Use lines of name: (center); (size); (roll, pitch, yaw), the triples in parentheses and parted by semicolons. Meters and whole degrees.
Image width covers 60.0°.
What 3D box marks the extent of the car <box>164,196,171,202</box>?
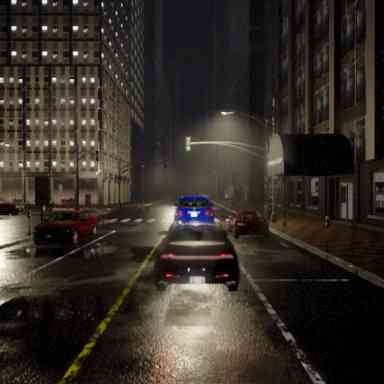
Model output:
car: (-5.611, 1.612, 77.735); (1.887, 1.381, 4.507); (0, 0, 0)

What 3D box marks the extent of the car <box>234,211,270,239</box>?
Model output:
car: (2.832, 1.599, 17.042); (1.802, 1.307, 4.206); (0, 0, 0)

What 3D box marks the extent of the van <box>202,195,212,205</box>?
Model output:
van: (2.749, 1.397, 60.636); (1.690, 1.788, 3.998); (0, 0, 0)

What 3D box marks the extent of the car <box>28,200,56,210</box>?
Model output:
car: (-18.480, 1.543, 39.410); (4.403, 1.369, 2.008); (0, 0, 1)

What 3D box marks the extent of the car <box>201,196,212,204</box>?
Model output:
car: (2.756, 1.611, 66.332); (2.008, 1.369, 4.403); (0, 0, 0)

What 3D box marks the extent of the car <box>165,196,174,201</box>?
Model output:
car: (-5.605, 1.636, 83.432); (1.947, 1.339, 4.313); (0, 0, 0)

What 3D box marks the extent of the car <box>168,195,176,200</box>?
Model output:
car: (-5.593, 1.640, 94.825); (1.947, 1.339, 4.313); (0, 0, 0)

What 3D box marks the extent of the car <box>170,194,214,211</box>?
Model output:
car: (0.113, 1.244, 19.630); (2.150, 2.045, 5.566); (0, 0, 0)

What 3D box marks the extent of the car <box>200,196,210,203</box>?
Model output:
car: (2.763, 1.615, 72.029); (2.008, 1.369, 4.403); (0, 0, 0)

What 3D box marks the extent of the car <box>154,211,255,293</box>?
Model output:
car: (0.109, 1.501, 8.896); (2.128, 1.511, 4.902); (0, 0, 0)

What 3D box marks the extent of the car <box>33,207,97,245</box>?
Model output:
car: (-5.809, 1.561, 15.675); (1.887, 1.381, 4.507); (0, 0, 0)

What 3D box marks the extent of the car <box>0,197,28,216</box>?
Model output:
car: (-18.576, 1.343, 31.029); (5.009, 1.841, 2.192); (0, 0, 1)

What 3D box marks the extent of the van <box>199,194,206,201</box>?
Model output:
van: (2.780, 1.413, 89.119); (1.690, 1.788, 3.998); (0, 0, 0)
